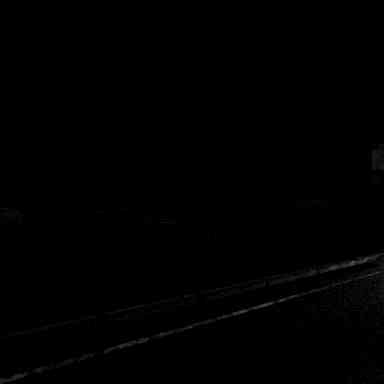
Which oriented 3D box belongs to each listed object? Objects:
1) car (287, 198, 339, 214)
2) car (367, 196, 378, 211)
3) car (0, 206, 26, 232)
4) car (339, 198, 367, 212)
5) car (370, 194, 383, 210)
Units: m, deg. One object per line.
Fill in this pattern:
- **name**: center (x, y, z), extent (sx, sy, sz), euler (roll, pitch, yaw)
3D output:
- **car**: center (12.503, 1.441, 35.418), extent (2.097, 1.535, 5.008), euler (0, 0, -35)
- **car**: center (19.304, 1.513, 40.272), extent (2.002, 1.452, 4.674), euler (0, 0, -35)
- **car**: center (-10.701, 1.491, 18.896), extent (2.002, 1.452, 4.674), euler (0, 0, -35)
- **car**: center (17.033, 1.458, 38.657), extent (2.097, 1.535, 5.008), euler (0, 0, -35)
- **car**: center (23.858, 1.385, 43.478), extent (2.185, 1.767, 4.553), euler (1, 0, -36)
